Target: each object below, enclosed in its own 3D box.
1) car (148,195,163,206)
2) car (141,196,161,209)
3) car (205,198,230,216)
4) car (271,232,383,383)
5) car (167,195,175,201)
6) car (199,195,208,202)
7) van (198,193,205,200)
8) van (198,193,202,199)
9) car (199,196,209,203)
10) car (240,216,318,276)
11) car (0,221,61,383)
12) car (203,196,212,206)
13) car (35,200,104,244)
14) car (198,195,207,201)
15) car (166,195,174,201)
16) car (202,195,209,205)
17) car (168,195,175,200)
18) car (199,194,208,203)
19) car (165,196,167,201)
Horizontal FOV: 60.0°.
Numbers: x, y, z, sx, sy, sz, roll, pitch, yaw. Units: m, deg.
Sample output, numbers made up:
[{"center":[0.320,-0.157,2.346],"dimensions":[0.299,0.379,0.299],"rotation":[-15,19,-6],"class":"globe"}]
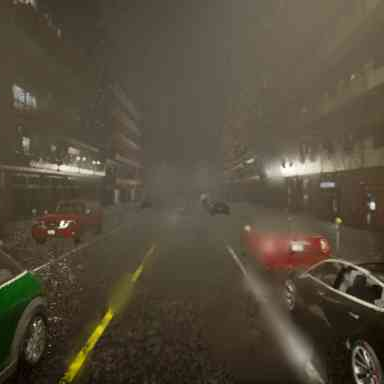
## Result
[{"center":[-5.730,1.301,49.605],"dimensions":[2.192,1.841,5.009],"rotation":[-1,0,0],"class":"car"},{"center":[-5.723,1.539,44.003],"dimensions":[2.008,1.369,4.403],"rotation":[-1,0,0],"class":"car"},{"center":[2.663,1.555,32.774],"dimensions":[1.947,1.339,4.313],"rotation":[-1,0,0],"class":"car"},{"center":[2.678,1.564,4.765],"dimensions":[1.947,1.339,4.313],"rotation":[-1,0,0],"class":"car"},{"center":[-5.745,1.547,83.217],"dimensions":[1.947,1.339,4.313],"rotation":[-1,0,0],"class":"car"},{"center":[2.638,1.525,77.591],"dimensions":[1.887,1.381,4.507],"rotation":[-1,0,0],"class":"car"},{"center":[2.626,1.320,94.397],"dimensions":[1.690,1.788,3.998],"rotation":[-1,0,0],"class":"van"},{"center":[2.642,1.323,66.387],"dimensions":[1.690,1.788,3.998],"rotation":[-1,0,0],"class":"van"},{"center":[2.642,1.532,71.989],"dimensions":[2.008,1.369,4.403],"rotation":[-1,0,0],"class":"car"},{"center":[2.673,1.436,10.367],"dimensions":[1.967,1.590,4.097],"rotation":[-1,0,0],"class":"car"},{"center":[-3.001,1.350,2.604],"dimensions":[2.097,1.767,4.553],"rotation":[0,0,0],"class":"car"},{"center":[2.660,1.539,38.378],"dimensions":[2.008,1.369,4.403],"rotation":[-1,0,0],"class":"car"},{"center":[-5.711,1.311,15.993],"dimensions":[2.192,1.841,5.009],"rotation":[-1,0,0],"class":"car"},{"center":[2.635,1.546,83.192],"dimensions":[1.947,1.339,4.313],"rotation":[-1,0,0],"class":"car"},{"center":[-5.749,1.526,88.819],"dimensions":[1.887,1.381,4.507],"rotation":[-1,0,0],"class":"car"},{"center":[2.657,1.512,44.149],"dimensions":[1.752,1.417,4.829],"rotation":[-1,0,0],"class":"car"},{"center":[-5.751,1.563,94.421],"dimensions":[1.802,1.307,4.206],"rotation":[-1,0,0],"class":"car"},{"center":[2.649,1.424,55.183],"dimensions":[1.967,1.590,4.097],"rotation":[-1,0,0],"class":"car"},{"center":[-5.729,1.567,55.207],"dimensions":[1.802,1.307,4.206],"rotation":[-1,0,0],"class":"car"}]
